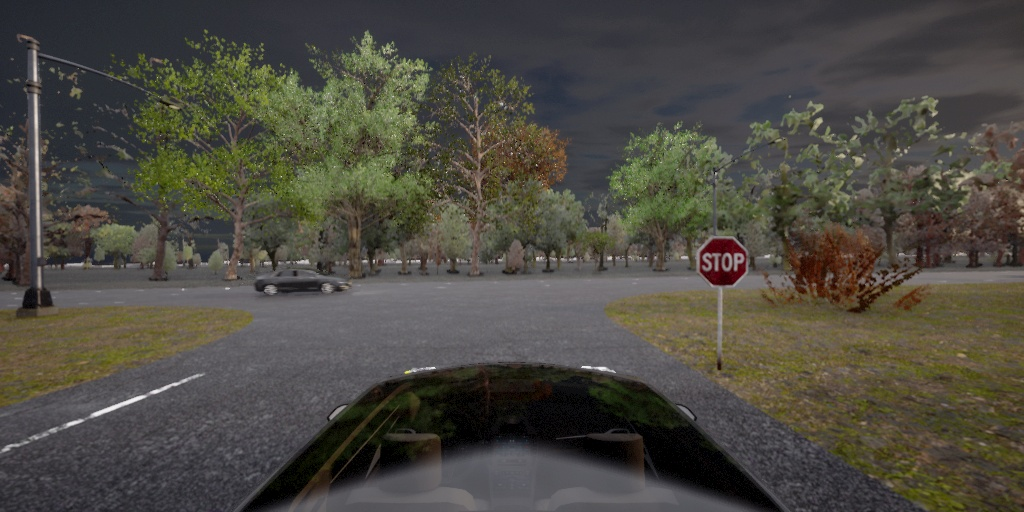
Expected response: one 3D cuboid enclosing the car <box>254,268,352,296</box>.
[{"bbox_3d":[-11.833,1.440,20.508,4.892,1.490,1.837,-1,0,-10],"label":"car"}]
